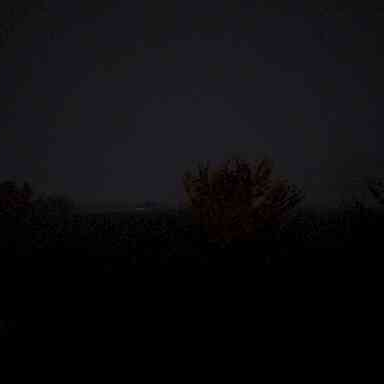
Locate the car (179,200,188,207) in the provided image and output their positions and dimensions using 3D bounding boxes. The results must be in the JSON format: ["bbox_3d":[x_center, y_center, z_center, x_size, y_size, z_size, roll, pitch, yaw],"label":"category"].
[{"bbox_3d":[-0.570,2.064,61.015,1.812,1.442,4.674,-1,-1,36],"label":"car"}]

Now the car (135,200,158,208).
[{"bbox_3d":[-7.777,2.045,57.229,1.812,1.442,4.674,-1,-1,36],"label":"car"}]
